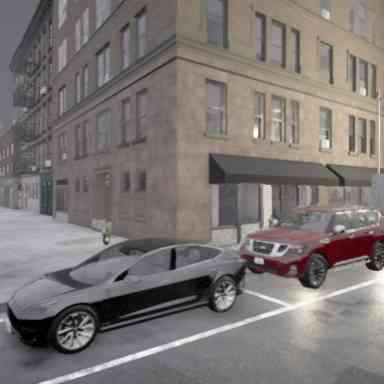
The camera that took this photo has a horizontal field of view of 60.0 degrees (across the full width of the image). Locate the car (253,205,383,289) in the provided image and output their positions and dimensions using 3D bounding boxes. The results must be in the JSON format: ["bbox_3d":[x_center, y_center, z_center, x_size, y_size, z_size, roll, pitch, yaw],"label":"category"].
[{"bbox_3d":[3.647,1.319,9.363,5.009,1.841,2.192,0,0,-36],"label":"car"}]

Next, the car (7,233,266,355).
[{"bbox_3d":[-0.900,1.567,6.120,4.313,1.339,1.947,0,0,-36],"label":"car"}]
